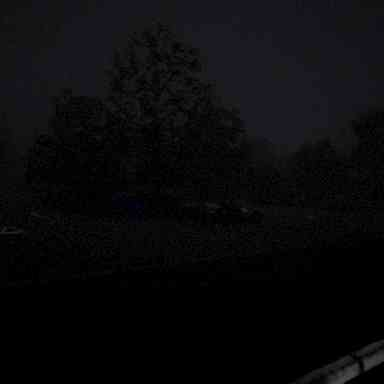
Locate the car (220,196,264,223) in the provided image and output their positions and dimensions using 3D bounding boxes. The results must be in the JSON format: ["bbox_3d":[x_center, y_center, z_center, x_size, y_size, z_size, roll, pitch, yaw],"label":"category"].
[{"bbox_3d":[3.139,1.198,24.494,2.185,1.767,4.553,1,0,-34],"label":"car"}]

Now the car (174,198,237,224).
[{"bbox_3d":[0.553,1.317,22.654,2.002,1.452,4.674,1,0,-35],"label":"car"}]

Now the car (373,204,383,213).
[{"bbox_3d":[23.286,1.749,38.134,2.002,1.452,4.674,1,0,-34],"label":"car"}]
